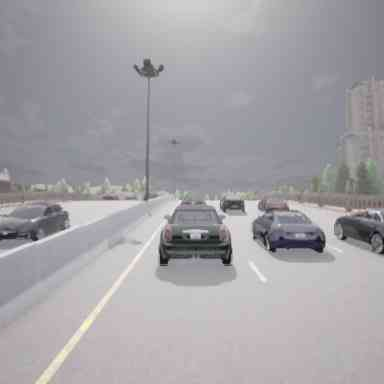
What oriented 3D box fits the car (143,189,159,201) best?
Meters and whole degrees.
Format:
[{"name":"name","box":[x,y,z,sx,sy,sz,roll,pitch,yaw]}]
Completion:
[{"name":"car","box":[-7.048,0.532,57.625,2.150,2.045,5.566,0,-2,1]}]

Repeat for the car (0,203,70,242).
[{"name":"car","box":[-7.099,1.282,15.048,1.837,1.490,4.892,0,1,0]}]

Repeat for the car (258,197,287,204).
[{"name":"car","box":[7.100,1.088,29.431,1.994,1.385,4.181,0,1,0]}]

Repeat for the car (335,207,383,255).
[{"name":"car","box":[7.100,1.315,12.525,2.128,1.511,4.902,0,1,0]}]

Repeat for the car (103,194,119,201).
[{"name":"car","box":[-14.045,0.913,57.642,1.895,1.301,4.718,0,-2,1]}]

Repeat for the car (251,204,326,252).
[{"name":"car","box":[3.600,1.378,13.053,1.994,1.385,4.181,0,1,0]}]

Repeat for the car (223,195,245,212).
[{"name":"car","box":[3.600,0.985,30.368,1.882,1.535,5.008,0,1,0]}]

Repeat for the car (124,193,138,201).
[{"name":"car","box":[-10.548,0.839,57.667,1.812,1.442,4.674,0,-2,1]}]

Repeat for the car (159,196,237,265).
[{"name":"car","box":[0.100,1.197,11.302,2.097,1.767,4.553,0,1,0]}]

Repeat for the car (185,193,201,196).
[{"name":"car","box":[0.100,0.893,28.398,2.097,1.767,4.553,0,1,0]}]
